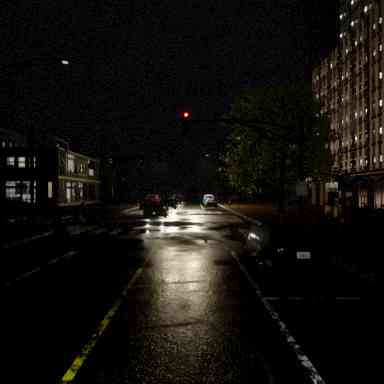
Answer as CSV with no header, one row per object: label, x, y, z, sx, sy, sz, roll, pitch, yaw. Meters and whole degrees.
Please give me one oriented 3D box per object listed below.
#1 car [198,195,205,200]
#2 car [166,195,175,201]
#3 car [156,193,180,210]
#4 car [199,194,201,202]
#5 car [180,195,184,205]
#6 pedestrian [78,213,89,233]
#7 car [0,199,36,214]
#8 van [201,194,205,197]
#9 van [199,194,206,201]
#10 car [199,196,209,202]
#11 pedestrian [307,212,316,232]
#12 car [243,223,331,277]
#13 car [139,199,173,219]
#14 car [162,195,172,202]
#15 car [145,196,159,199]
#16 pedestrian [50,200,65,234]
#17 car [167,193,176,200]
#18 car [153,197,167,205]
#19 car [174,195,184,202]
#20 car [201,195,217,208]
car,2.721,1.534,92.731,1.752,1.417,4.829,0,0,0
car,-5.662,1.559,87.010,2.008,1.369,4.403,0,0,0
car,-3.082,1.224,43.815,2.150,2.045,5.566,0,0,0
car,2.712,1.556,64.806,2.008,1.369,4.403,0,0,0
car,-3.058,1.228,60.201,2.150,2.045,5.566,0,0,0
pedestrian,-5.928,1.675,18.394,0.500,1.100,0.500,0,0,0
car,-17.260,1.372,31.608,4.507,1.381,1.887,1,-1,-1
van,2.710,1.345,53.704,1.690,1.788,3.998,0,0,0
van,2.720,1.349,87.010,1.690,1.788,3.998,0,0,0
car,2.715,1.572,75.908,1.947,1.339,4.313,0,0,0
pedestrian,6.162,1.522,17.092,0.500,1.100,0.500,0,0,0
car,2.697,1.566,10.123,1.947,1.339,4.313,0,0,0
car,-3.083,1.565,29.186,1.994,1.385,4.181,0,0,1
car,-5.665,1.532,75.738,1.752,1.417,4.829,0,0,0
car,-5.675,1.585,42.602,1.802,1.307,4.206,0,0,0
pedestrian,-7.210,1.295,17.806,0.375,1.860,0.375,0,0,0
car,-5.660,1.324,92.561,2.192,1.841,5.009,0,0,0
car,-5.670,1.555,59.255,2.008,1.369,4.403,0,0,0
car,-2.977,1.521,75.940,2.128,1.511,4.902,0,0,0
car,2.707,1.529,48.322,1.752,1.417,4.829,0,0,0
